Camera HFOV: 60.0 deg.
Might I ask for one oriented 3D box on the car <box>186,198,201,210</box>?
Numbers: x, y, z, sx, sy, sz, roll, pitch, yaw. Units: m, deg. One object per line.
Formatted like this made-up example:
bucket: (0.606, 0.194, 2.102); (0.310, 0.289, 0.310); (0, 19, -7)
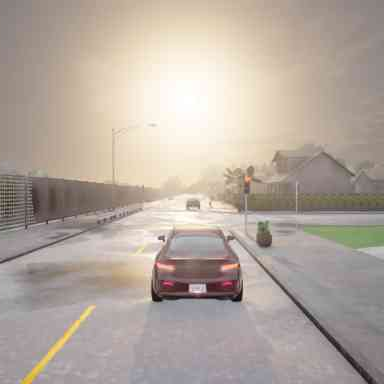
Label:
car: (0.163, 1.505, 44.129); (1.837, 1.490, 4.892); (0, 0, 0)

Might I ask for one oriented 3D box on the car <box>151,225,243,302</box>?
car: (0.104, 1.526, 8.132); (1.812, 1.442, 4.674); (0, 0, 0)
